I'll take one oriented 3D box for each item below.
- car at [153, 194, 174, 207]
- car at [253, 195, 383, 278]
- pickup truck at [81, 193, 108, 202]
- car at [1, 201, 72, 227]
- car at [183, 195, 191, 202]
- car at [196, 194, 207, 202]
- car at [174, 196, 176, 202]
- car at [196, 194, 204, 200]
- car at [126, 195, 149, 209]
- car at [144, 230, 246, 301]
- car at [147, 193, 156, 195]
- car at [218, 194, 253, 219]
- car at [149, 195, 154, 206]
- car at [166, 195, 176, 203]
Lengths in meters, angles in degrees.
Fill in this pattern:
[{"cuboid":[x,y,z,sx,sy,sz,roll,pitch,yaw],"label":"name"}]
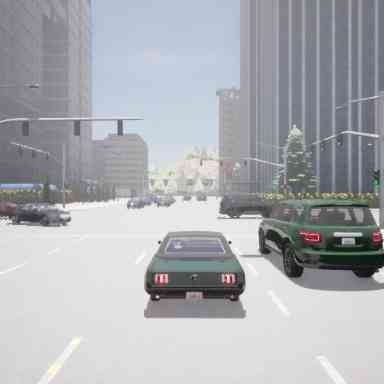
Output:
[{"cuboid":[-4.386,1.491,52.220,2.128,1.511,4.902,0,0,-1],"label":"car"},{"cuboid":[3.576,1.221,10.299,2.150,2.045,5.566,0,0,0],"label":"car"},{"cuboid":[-21.238,1.059,73.302,2.390,2.098,6.274,0,0,30],"label":"pickup truck"},{"cuboid":[-10.296,1.492,22.599,4.902,1.511,2.128,0,-1,28],"label":"car"},{"cuboid":[-1.192,1.500,78.461,1.837,1.490,4.892,0,0,-1],"label":"car"},{"cuboid":[2.304,1.348,78.733,2.097,1.767,4.553,0,0,-1],"label":"car"},{"cuboid":[-4.511,1.491,62.475,2.128,1.511,4.902,0,0,0],"label":"car"},{"cuboid":[2.148,1.386,89.013,1.882,1.535,5.008,0,0,-1],"label":"car"},{"cuboid":[-7.864,1.491,46.557,2.128,1.511,4.902,0,0,1],"label":"car"},{"cuboid":[0.066,1.601,8.267,1.895,1.301,4.718,0,0,0],"label":"car"},{"cuboid":[-8.032,1.221,66.188,2.150,2.045,5.566,0,0,0],"label":"car"},{"cuboid":[4.985,1.221,28.298,5.566,2.045,2.150,0,0,-1],"label":"car"},{"cuboid":[-7.931,1.564,55.468,1.994,1.385,4.181,0,0,-1],"label":"car"},{"cuboid":[-4.607,1.478,72.784,1.882,1.535,5.008,0,0,-1],"label":"car"}]
